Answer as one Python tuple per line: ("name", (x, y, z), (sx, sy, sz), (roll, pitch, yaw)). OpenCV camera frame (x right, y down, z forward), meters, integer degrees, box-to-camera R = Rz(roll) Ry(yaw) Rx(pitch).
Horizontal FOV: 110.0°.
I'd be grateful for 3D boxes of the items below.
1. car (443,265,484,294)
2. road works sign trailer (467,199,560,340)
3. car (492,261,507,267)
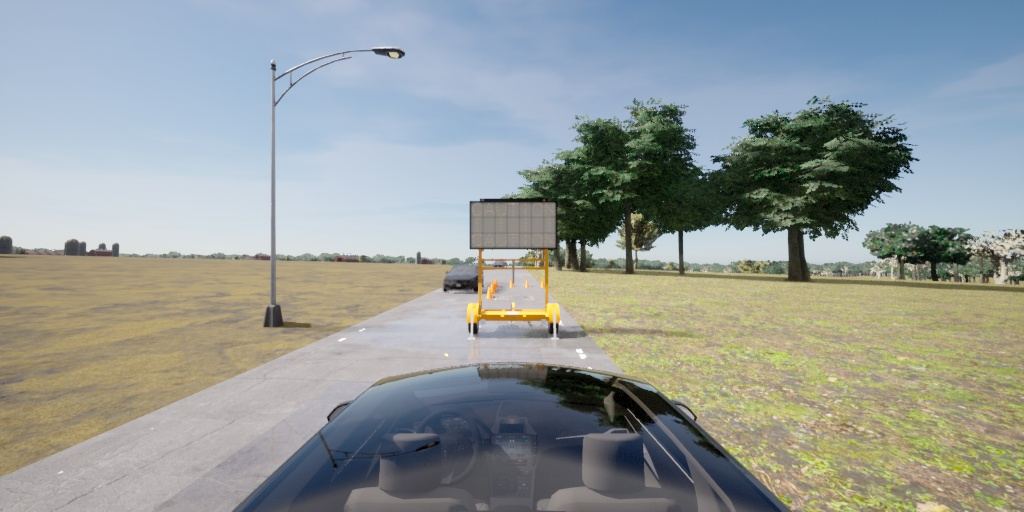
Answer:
("car", (-2.720, 1.247, 20.863), (1.882, 1.535, 5.008), (0, 0, 0))
("road works sign trailer", (0.040, 0.219, 9.972), (2.380, 3.560, 2.880), (0, 0, 0))
("car", (-2.413, 1.553, 62.730), (2.033, 1.411, 5.357), (0, 0, 1))
